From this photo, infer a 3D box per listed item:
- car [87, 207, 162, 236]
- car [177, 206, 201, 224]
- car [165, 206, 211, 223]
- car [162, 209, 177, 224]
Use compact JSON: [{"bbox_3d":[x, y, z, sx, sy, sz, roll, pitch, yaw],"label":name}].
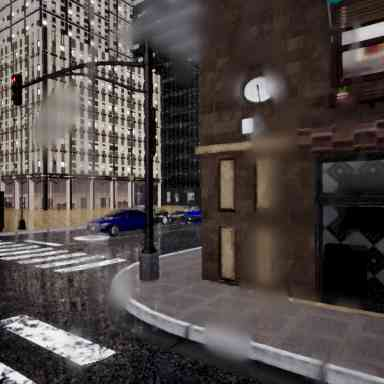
[{"bbox_3d":[-4.172,1.773,20.247,1.812,1.442,4.674,-1,-1,33],"label":"car"},{"bbox_3d":[1.247,1.862,27.965,1.882,1.535,5.008,-1,-1,35],"label":"car"},{"bbox_3d":[-0.324,1.974,30.481,2.008,1.369,4.403,-2,-2,35],"label":"car"},{"bbox_3d":[-3.526,1.893,25.924,2.008,1.369,4.403,-2,-2,35],"label":"car"}]
